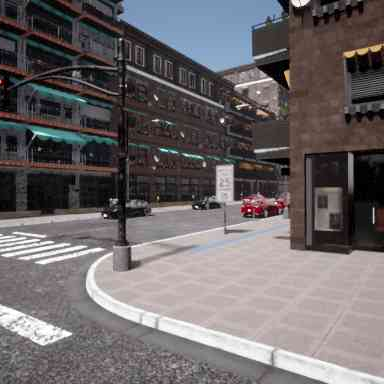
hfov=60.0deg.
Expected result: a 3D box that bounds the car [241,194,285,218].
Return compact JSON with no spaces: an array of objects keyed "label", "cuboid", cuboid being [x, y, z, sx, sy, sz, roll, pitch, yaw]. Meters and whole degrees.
[{"label":"car","cuboid":[5.322,1.118,25.162,1.887,1.381,4.507,1,1,35]}]

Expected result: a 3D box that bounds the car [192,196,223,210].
[{"label":"car","cuboid":[1.707,1.081,34.700,1.947,1.339,4.313,1,1,35]}]

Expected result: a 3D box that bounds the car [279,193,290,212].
[{"label":"car","cuboid":[8.531,1.065,29.827,1.802,1.307,4.206,1,1,35]}]

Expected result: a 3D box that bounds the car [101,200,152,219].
[{"label":"car","cuboid":[-4.932,1.264,25.524,1.947,1.339,4.313,1,1,35]}]
